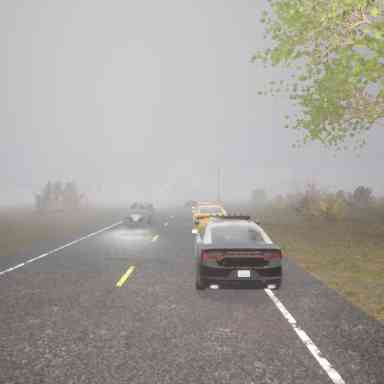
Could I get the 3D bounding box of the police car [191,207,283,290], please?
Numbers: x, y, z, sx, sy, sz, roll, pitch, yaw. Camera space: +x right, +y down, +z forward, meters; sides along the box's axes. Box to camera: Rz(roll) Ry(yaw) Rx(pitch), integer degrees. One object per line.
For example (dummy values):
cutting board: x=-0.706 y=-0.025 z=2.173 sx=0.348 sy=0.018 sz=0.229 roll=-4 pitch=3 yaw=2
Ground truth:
police car: x=1.030 y=1.428 z=9.223 sx=1.930 sy=1.638 sz=5.238 roll=0 pitch=0 yaw=0

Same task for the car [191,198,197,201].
car: x=0.994 y=1.461 z=25.305 sx=1.801 sy=1.575 sz=5.366 roll=0 pitch=0 yaw=0

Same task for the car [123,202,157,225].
car: x=-3.652 y=1.495 z=24.033 sx=2.128 sy=1.511 sz=4.902 roll=0 pitch=0 yaw=0

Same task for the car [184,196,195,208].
car: x=-0.069 y=1.534 z=47.654 sx=1.812 sy=1.442 sz=4.674 roll=0 pitch=0 yaw=1

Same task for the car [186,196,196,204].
car: x=-0.139 y=1.516 z=63.322 sx=1.837 sy=1.490 sz=4.892 roll=0 pitch=0 yaw=0

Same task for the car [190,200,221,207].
car: x=1.008 y=1.482 z=19.114 sx=1.882 sy=1.535 sz=5.008 roll=0 pitch=0 yaw=0

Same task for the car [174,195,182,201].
car: x=-3.690 y=1.520 z=86.719 sx=1.837 sy=1.490 sz=4.892 roll=0 pitch=0 yaw=0
